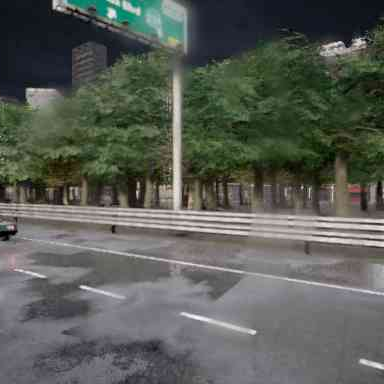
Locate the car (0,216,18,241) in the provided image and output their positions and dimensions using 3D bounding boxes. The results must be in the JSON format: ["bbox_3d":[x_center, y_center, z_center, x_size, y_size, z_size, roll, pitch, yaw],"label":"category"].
[{"bbox_3d":[-10.121,1.601,15.394,4.718,1.301,1.895,0,0,36],"label":"car"}]
